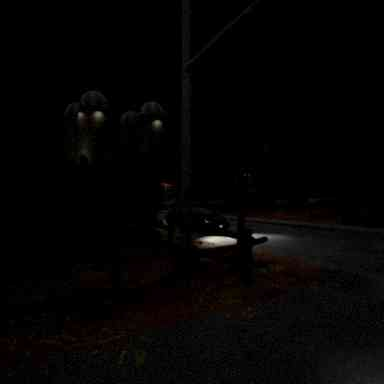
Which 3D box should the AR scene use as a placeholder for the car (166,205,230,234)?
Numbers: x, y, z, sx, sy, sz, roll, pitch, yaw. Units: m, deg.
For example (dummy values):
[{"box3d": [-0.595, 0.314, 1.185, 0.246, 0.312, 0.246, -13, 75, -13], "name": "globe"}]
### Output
[{"box3d": [0.179, 1.534, 19.471, 1.812, 1.442, 4.674, 0, 0, -36], "name": "car"}]
